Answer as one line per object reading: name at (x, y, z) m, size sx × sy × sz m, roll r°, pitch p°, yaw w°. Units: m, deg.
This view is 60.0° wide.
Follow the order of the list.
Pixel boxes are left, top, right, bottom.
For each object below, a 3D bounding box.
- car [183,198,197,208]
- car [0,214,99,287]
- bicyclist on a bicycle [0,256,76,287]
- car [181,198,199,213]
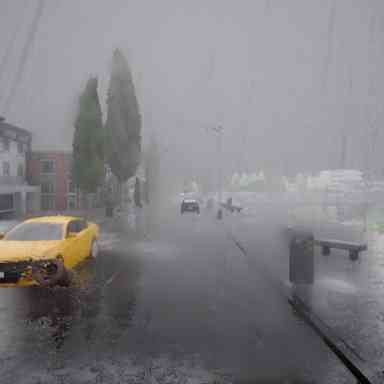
car at (-0.319, 1.564, 47.842) m, size 1.994 × 1.385 × 4.181 m, roll 0°, pitch 0°, yaw -1°
car at (-4.163, 1.478, 9.638) m, size 1.882 × 1.535 × 5.008 m, roll 0°, pitch 1°, yaw 0°
bicyclist on a bicycle at (-2.973, 1.663, 6.795) m, size 1.656 × 0.582 × 1.620 m, roll 28°, pitch -32°, yaw -33°
car at (-0.215, 1.478, 36.321) m, size 1.882 × 1.535 × 5.008 m, roll 0°, pitch 0°, yaw -1°
